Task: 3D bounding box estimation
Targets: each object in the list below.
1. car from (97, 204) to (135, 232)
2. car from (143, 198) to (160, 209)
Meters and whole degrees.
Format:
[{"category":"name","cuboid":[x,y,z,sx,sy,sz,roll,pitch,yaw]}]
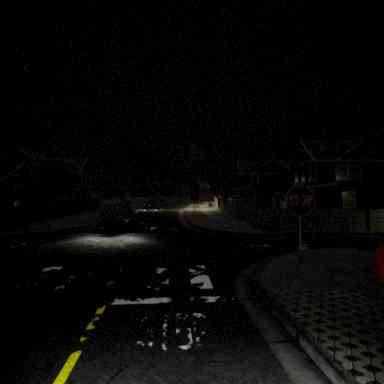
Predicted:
[{"category":"car","cuboid":[-4.533,1.505,20.329,1.882,1.535,5.008,0,0,-6]},{"category":"car","cuboid":[-5.562,1.578,45.928,1.837,1.490,4.892,0,0,1]}]
